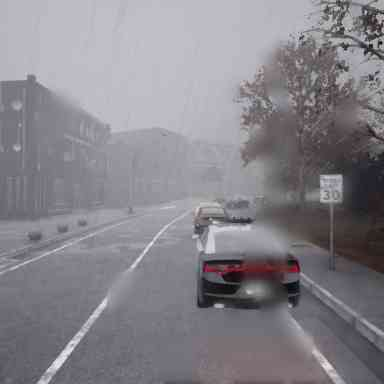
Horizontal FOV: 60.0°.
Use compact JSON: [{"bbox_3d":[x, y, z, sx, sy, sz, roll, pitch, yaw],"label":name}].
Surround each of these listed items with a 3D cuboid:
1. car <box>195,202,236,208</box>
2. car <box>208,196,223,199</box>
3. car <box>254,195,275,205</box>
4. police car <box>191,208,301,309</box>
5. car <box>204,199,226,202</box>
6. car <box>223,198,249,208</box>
[{"bbox_3d":[1.042,1.510,17.937,1.837,1.490,4.892,0,0,1],"label":"car"},{"bbox_3d":[3.693,1.401,53.699,2.128,1.511,4.902,-1,0,35],"label":"car"},{"bbox_3d":[12.050,1.290,55.330,1.837,1.490,4.892,-1,1,40],"label":"car"},{"bbox_3d":[1.033,1.427,8.091,1.930,1.638,5.238,0,0,0],"label":"police car"},{"bbox_3d":[1.262,1.481,23.783,1.882,1.535,5.008,0,0,4],"label":"car"},{"bbox_3d":[6.399,1.518,46.172,1.895,1.301,4.718,0,0,28],"label":"car"}]
